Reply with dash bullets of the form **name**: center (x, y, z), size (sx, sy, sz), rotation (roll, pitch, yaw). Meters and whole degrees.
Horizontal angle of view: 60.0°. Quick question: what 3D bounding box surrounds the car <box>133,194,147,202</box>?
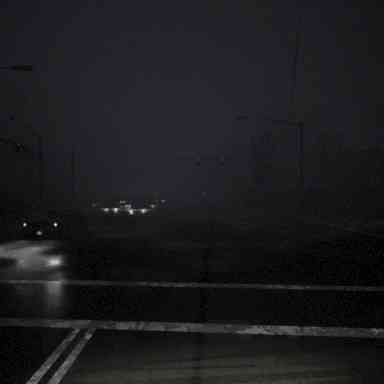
- **car**: center (-10.416, 1.169, 66.924), size (1.895, 1.301, 4.718), rotation (0, 1, 0)

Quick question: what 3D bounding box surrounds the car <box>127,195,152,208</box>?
- **car**: center (-7.033, 1.352, 45.271), size (1.882, 1.535, 5.008), rotation (0, 1, 0)

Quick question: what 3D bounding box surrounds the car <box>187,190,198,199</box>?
- **car**: center (0.116, 0.603, 76.480), size (2.150, 2.045, 5.566), rotation (0, 1, 0)

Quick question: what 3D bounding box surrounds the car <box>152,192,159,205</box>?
- **car**: center (-7.008, 1.241, 54.821), size (1.882, 1.535, 5.008), rotation (0, 1, 0)

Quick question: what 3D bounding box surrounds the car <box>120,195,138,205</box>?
- **car**: center (-10.505, 1.245, 55.593), size (2.128, 1.511, 4.902), rotation (0, 1, 0)

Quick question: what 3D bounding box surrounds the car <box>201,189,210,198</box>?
- **car**: center (3.633, 0.377, 87.541), size (2.150, 2.045, 5.566), rotation (0, 1, 0)

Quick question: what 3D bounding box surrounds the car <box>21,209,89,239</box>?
- **car**: center (-7.078, 1.599, 17.655), size (1.895, 1.301, 4.718), rotation (0, 0, 0)

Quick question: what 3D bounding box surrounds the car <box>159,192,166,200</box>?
- **car**: center (-6.892, 0.830, 71.764), size (2.097, 1.767, 4.553), rotation (0, 1, 0)

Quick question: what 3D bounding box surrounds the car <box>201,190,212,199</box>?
- **car**: center (3.618, 0.909, 77.548), size (1.994, 1.385, 4.181), rotation (0, 1, 0)

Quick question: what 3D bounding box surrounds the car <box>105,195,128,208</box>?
- **car**: center (-10.534, 1.416, 46.024), size (2.033, 1.411, 5.357), rotation (0, 1, 0)
